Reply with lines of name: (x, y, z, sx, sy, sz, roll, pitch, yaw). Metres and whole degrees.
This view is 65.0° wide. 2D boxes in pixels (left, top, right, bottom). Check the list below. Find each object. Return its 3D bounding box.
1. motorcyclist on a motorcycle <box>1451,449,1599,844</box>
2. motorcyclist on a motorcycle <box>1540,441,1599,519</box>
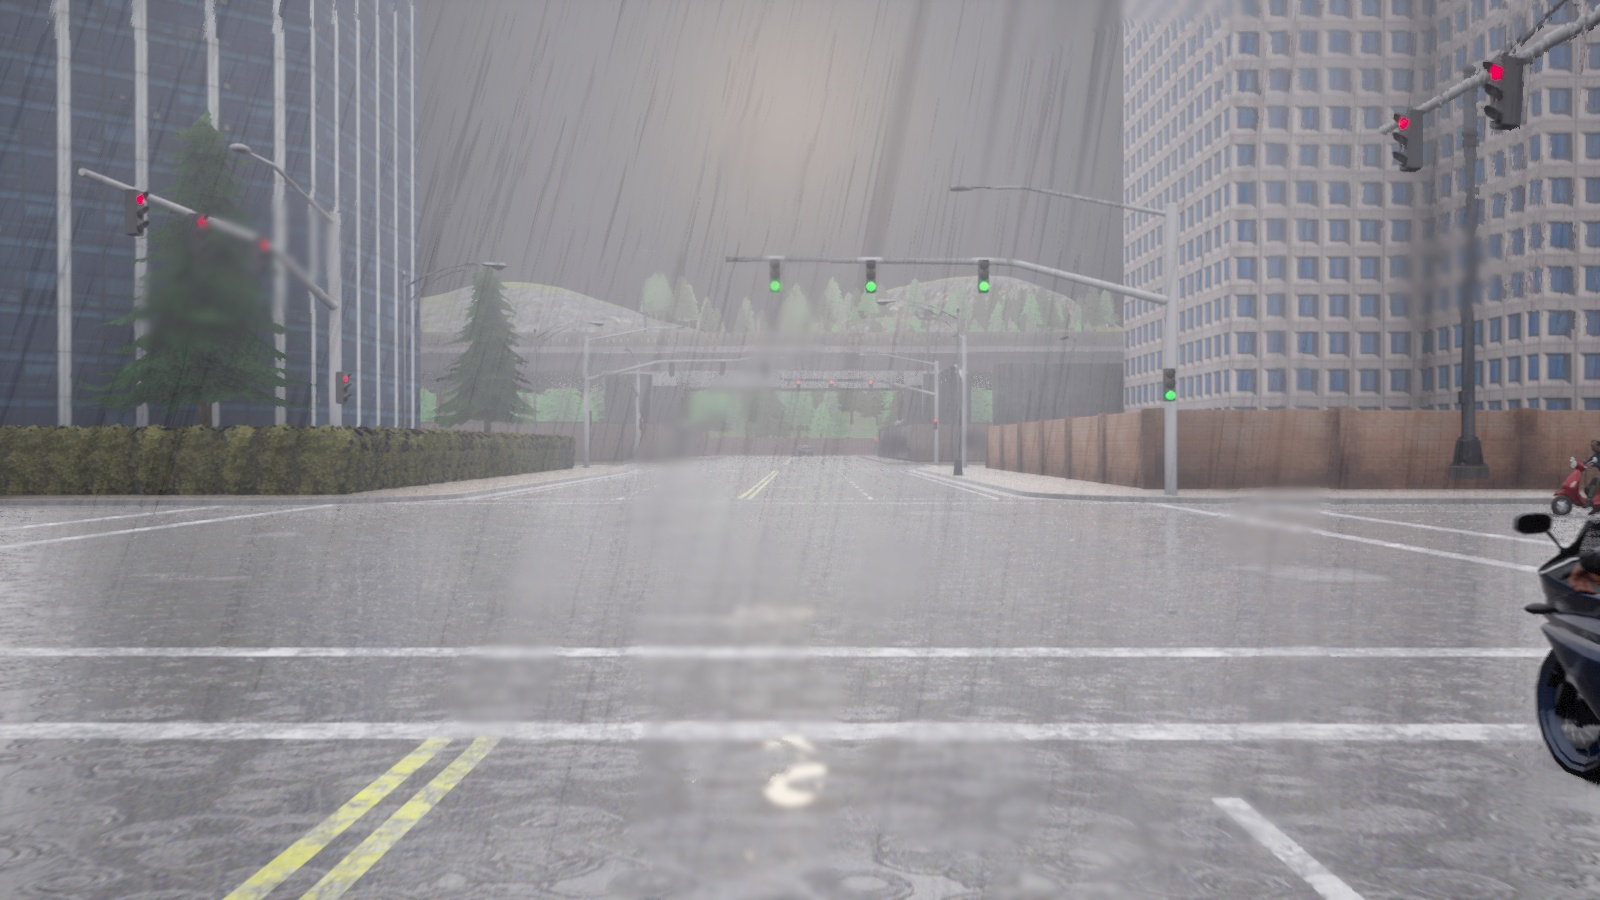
motorcyclist on a motorcycle: (3.543, 0.765, 4.912, 0.866, 1.530, 2.191, 0, 0, 0)
motorcyclist on a motorcycle: (16.566, 0.608, 26.114, 1.817, 1.590, 0.866, 0, 0, 1)
